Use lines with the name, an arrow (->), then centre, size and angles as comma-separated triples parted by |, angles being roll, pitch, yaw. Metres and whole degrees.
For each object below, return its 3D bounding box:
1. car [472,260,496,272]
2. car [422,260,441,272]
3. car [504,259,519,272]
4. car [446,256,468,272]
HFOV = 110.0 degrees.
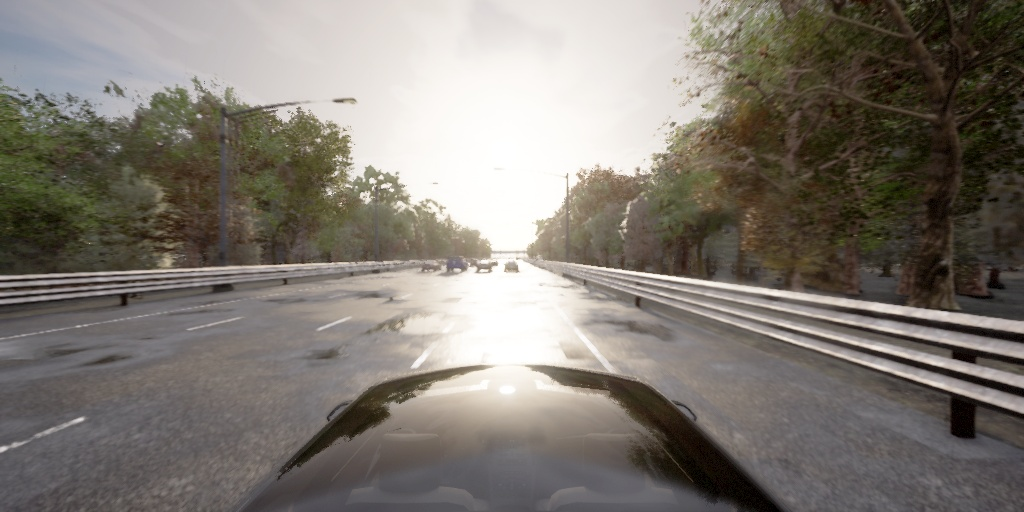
car -> -3.552, 1.281, 46.915 | 2.128, 1.511, 4.902 | 0, 0, 0
car -> -10.554, 1.309, 47.161 | 1.812, 1.442, 4.674 | 0, 0, 0
car -> -0.057, 1.355, 47.299 | 1.994, 1.385, 4.181 | 0, 0, 0
car -> -7.055, 1.007, 46.451 | 2.150, 2.045, 5.566 | 0, 0, 0
